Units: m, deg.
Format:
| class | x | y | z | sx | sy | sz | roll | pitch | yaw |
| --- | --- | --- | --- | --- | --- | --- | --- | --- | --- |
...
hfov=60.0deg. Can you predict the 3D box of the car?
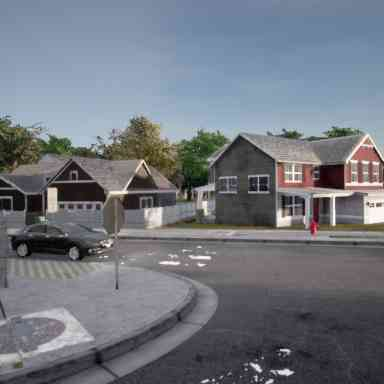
| class | x | y | z | sx | sy | sz | roll | pitch | yaw |
| --- | --- | --- | --- | --- | --- | --- | --- | --- | --- |
| car | -5.669 | 2.036 | 14.600 | 4.892 | 1.490 | 1.837 | -2 | 0 | 23 |
